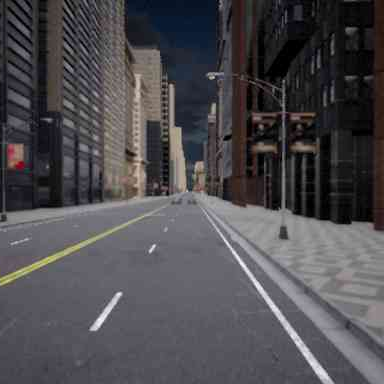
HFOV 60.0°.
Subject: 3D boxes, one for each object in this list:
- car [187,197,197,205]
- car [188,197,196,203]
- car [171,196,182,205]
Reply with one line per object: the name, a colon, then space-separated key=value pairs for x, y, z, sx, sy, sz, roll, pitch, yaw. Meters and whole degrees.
car: x=-0.038 y=1.909 z=69.660 sx=2.128 sy=1.511 sz=4.902 roll=0 pitch=0 yaw=0
car: x=-0.044 y=1.866 z=80.111 sx=1.895 sy=1.301 sz=4.718 roll=0 pitch=0 yaw=0
car: x=-3.289 y=1.938 z=70.076 sx=1.994 sy=1.385 sz=4.181 roll=0 pitch=0 yaw=0
